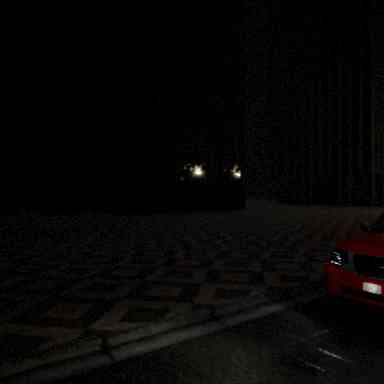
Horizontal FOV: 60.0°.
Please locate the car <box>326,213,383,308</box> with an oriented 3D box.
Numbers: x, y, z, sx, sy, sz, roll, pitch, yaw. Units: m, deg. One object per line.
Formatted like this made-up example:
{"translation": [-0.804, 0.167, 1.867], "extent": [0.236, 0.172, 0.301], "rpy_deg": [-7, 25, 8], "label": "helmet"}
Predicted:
{"translation": [5.176, 1.220, 6.972], "extent": [5.566, 2.045, 2.150], "rpy_deg": [1, 0, -35], "label": "car"}
